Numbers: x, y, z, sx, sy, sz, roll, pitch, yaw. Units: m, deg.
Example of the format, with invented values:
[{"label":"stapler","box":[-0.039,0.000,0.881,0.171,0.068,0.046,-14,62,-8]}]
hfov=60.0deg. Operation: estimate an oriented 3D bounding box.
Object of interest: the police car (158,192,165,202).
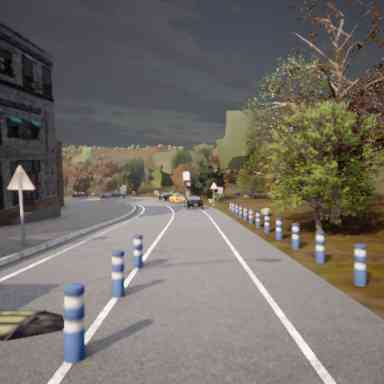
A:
[{"label":"police car","box":[-4.382,0.714,55.940,1.930,1.638,5.238,-3,2,-23]}]

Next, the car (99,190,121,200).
[{"label":"car","box":[-17.649,0.828,69.597,2.033,1.411,5.357,-5,3,-39]}]

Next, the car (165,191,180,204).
[{"label":"car","box":[-2.239,0.885,50.132,1.801,1.575,5.366,-2,2,-17]}]

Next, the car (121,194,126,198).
[{"label":"car","box":[-16.583,0.380,73.327,2.097,1.767,4.553,-6,4,-43]}]

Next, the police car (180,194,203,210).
[{"label":"police car","box":[0.101,1.139,39.874,1.930,1.638,5.238,-1,2,-8]}]

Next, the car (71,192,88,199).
[{"label":"car","box":[-28.221,0.749,83.537,5.008,1.535,1.882,-2,4,33]}]
